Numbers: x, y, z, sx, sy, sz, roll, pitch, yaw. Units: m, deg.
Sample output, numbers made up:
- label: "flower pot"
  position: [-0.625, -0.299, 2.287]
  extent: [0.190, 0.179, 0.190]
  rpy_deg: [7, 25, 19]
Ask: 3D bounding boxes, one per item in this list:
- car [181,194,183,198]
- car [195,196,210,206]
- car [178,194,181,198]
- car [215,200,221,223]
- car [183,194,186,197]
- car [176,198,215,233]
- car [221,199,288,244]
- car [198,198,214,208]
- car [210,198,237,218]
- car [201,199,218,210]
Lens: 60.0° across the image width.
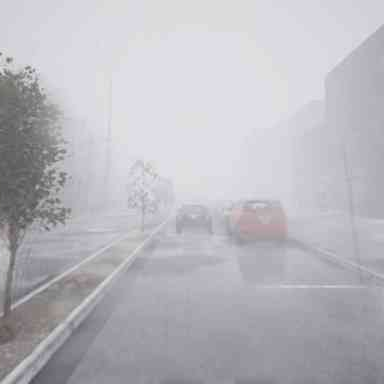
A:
- label: "car"
  position: [-1.121, 1.895, 88.844]
  extent: [1.946, 1.575, 5.366]
  rpy_deg: [0, 0, -8]
- label: "car"
  position: [1.881, 1.684, 60.980]
  extent: [2.185, 1.767, 4.553]
  rpy_deg: [0, 0, -4]
- label: "car"
  position: [-1.965, 1.902, 94.345]
  extent: [1.946, 1.575, 5.366]
  rpy_deg: [0, 0, -9]
- label: "car"
  position: [3.073, 1.647, 27.542]
  extent: [2.231, 1.521, 4.892]
  rpy_deg: [0, 0, 0]
- label: "car"
  position: [-0.352, 1.886, 83.142]
  extent: [2.097, 1.535, 5.008]
  rpy_deg: [0, 0, -7]
- label: "car"
  position: [0.118, 1.477, 20.887]
  extent: [2.097, 1.767, 4.553]
  rpy_deg: [0, 0, 0]
- label: "car"
  position: [3.064, 1.331, 16.486]
  extent: [2.435, 2.045, 5.566]
  rpy_deg: [0, 0, 0]
- label: "car"
  position: [2.262, 1.816, 55.493]
  extent: [2.163, 1.488, 4.792]
  rpy_deg: [0, 0, -3]
- label: "car"
  position: [3.078, 1.551, 33.070]
  extent: [2.185, 1.767, 4.553]
  rpy_deg: [1, 0, 0]
- label: "car"
  position: [2.556, 1.802, 49.897]
  extent: [2.002, 1.452, 4.674]
  rpy_deg: [0, 0, -3]
